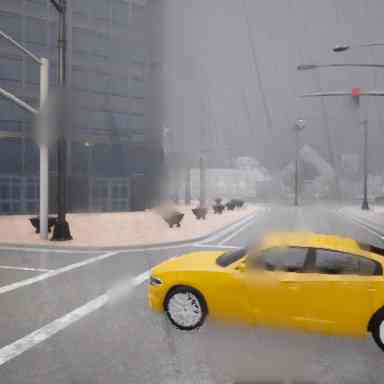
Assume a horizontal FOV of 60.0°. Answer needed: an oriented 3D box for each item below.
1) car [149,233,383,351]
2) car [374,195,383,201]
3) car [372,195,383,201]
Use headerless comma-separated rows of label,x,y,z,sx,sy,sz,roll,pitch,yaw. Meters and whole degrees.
car,1.698,1.470,5.722,5.008,1.535,1.882,0,0,17
car,46.122,1.438,78.634,2.128,1.511,4.902,0,0,-29
car,47.868,1.431,82.856,2.128,1.511,4.902,0,0,-27
